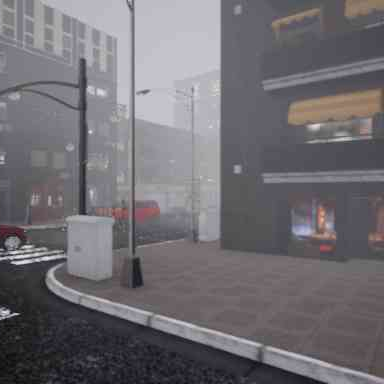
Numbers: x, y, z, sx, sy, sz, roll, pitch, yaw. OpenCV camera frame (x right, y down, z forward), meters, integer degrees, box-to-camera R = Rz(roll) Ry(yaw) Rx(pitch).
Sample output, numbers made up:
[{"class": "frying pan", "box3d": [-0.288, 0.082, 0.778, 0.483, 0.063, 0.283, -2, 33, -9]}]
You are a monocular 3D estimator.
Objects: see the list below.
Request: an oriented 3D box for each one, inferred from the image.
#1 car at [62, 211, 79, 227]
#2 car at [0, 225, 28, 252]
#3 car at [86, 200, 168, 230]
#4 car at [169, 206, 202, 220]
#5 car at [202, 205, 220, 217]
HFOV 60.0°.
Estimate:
[{"class": "car", "box3d": [-7.544, 1.767, 24.644, 1.967, 1.590, 4.097, -1, -2, 35]}, {"class": "car", "box3d": [-8.917, 1.622, 12.694, 1.882, 1.535, 5.008, 0, -1, 35]}, {"class": "car", "box3d": [-4.591, 1.581, 24.323, 2.150, 2.045, 5.566, 0, -1, 35]}, {"class": "car", "box3d": [-1.229, 2.100, 33.704, 1.947, 1.339, 4.313, -1, -2, 35]}, {"class": "car", "box3d": [1.831, 2.160, 38.097, 1.752, 1.417, 4.829, -1, -2, 35]}]
